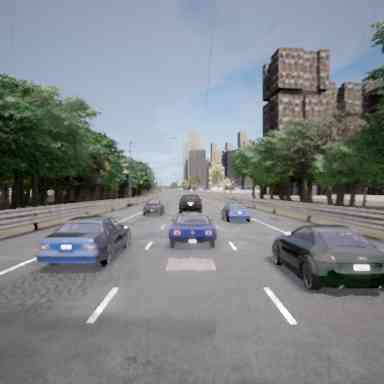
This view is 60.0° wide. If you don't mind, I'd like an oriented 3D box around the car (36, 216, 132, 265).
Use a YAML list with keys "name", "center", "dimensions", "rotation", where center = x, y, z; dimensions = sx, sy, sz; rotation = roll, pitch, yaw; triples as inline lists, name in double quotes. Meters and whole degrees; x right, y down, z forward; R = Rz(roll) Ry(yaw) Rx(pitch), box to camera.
- name: "car"
  center: [-3.444, 1.550, 11.592]
  dimensions: [2.033, 1.411, 5.357]
  rotation: [0, 0, 0]

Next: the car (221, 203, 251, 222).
- name: "car"
  center: [3.414, 1.551, 26.531]
  dimensions: [2.033, 1.411, 5.357]
  rotation: [0, 0, -1]

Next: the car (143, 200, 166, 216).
- name: "car"
  center: [-3.681, 1.499, 32.974]
  dimensions: [2.128, 1.511, 4.902]
  rotation: [0, 0, -1]

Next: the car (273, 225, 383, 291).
- name: "car"
  center: [3.568, 1.564, 9.011]
  dimensions: [1.994, 1.385, 4.181]
  rotation: [0, 0, 0]

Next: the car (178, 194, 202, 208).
- name: "car"
  center: [-0.167, 1.228, 32.213]
  dimensions: [2.150, 2.045, 5.566]
  rotation: [0, 0, -1]

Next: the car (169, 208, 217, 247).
- name: "car"
  center: [0.015, 1.603, 15.015]
  dimensions: [1.895, 1.301, 4.718]
  rotation: [0, 0, 0]
